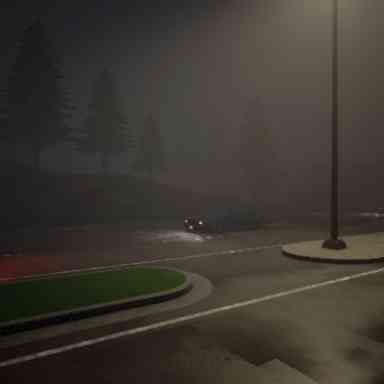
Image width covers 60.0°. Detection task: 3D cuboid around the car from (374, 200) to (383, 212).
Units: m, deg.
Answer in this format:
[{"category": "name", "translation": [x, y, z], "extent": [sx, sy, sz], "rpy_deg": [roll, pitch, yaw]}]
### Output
[{"category": "car", "translation": [21.741, 1.453, 36.124], "extent": [4.902, 1.511, 2.128], "rpy_deg": [0, 0, -33]}]

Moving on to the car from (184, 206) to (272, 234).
[{"category": "car", "translation": [2.186, 1.501, 19.188], "extent": [5.357, 1.411, 2.033], "rpy_deg": [0, 0, -33]}]
